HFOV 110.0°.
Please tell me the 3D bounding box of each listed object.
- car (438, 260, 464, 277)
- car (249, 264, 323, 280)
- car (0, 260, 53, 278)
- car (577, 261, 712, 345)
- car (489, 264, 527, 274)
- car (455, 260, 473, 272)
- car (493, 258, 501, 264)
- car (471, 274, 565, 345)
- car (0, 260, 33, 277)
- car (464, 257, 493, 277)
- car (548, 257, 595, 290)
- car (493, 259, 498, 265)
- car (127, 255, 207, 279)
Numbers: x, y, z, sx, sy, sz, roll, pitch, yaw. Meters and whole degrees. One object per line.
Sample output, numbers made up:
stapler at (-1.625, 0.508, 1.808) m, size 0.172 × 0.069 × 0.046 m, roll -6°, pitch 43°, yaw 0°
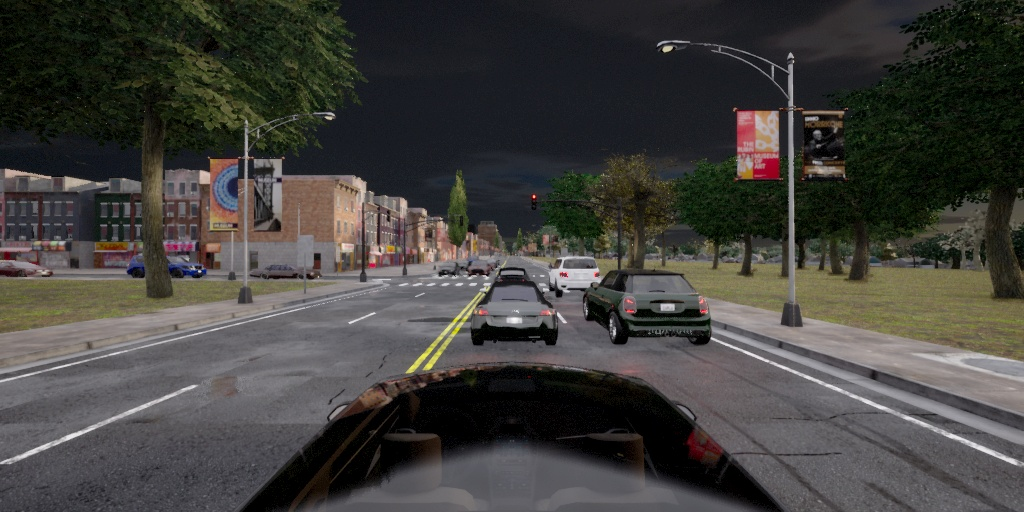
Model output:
car at (-6.664, 1.392, 38.415) m, size 1.837 × 1.490 × 4.892 m, roll 0°, pitch 0°, yaw 0°
car at (-19.426, 1.382, 30.929) m, size 5.357 × 1.411 × 2.033 m, roll 1°, pitch 0°, yaw -3°
car at (-42.720, 1.176, 30.965) m, size 4.674 × 1.442 × 1.812 m, roll 1°, pitch 0°, yaw 0°
car at (3.313, 1.121, 9.736) m, size 2.097 × 1.767 × 4.553 m, roll 0°, pitch 0°, yaw 0°
car at (0.014, 1.331, 18.451) m, size 1.837 × 1.490 × 4.892 m, roll 0°, pitch 0°, yaw 0°
car at (-6.683, 1.346, 49.890) m, size 1.837 × 1.490 × 4.892 m, roll 0°, pitch 0°, yaw 0°
car at (-3.429, 1.220, 61.834) m, size 1.882 × 1.535 × 5.008 m, roll 0°, pitch 1°, yaw 0°
car at (0.061, 1.332, 9.539) m, size 1.994 × 1.385 × 4.181 m, roll 0°, pitch 0°, yaw 0°
car at (-48.963, 1.118, 33.837) m, size 5.008 × 1.535 × 1.882 m, roll 0°, pitch 0°, yaw 0°
car at (-3.413, 1.237, 37.774) m, size 2.097 × 1.767 × 4.553 m, roll 0°, pitch 0°, yaw 0°
car at (3.264, 1.054, 19.449) m, size 2.150 × 2.045 × 5.566 m, roll 0°, pitch 0°, yaw 0°
car at (-3.434, 1.437, 50.387) m, size 1.895 × 1.301 × 4.718 m, roll 0°, pitch 0°, yaw 0°
car at (-29.741, 0.962, 30.962) m, size 5.566 × 2.045 × 2.150 m, roll 0°, pitch 0°, yaw 0°
